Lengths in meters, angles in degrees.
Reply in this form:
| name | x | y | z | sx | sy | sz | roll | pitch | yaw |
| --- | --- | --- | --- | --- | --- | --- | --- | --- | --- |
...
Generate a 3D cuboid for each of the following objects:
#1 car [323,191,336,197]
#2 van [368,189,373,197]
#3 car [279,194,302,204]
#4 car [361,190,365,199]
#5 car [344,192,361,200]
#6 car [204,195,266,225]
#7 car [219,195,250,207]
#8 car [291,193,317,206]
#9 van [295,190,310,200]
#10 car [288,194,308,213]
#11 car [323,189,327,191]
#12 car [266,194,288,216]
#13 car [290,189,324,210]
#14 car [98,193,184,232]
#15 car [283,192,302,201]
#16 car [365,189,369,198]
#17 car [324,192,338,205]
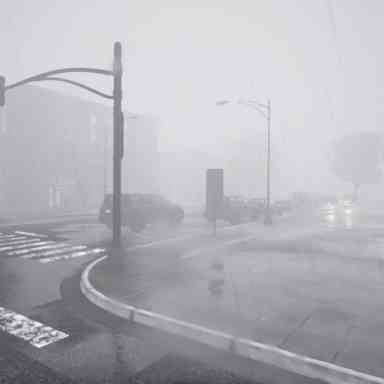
| name | x | y | z | sx | sy | sz | roll | pitch | yaw |
| --- | --- | --- | --- | --- | --- | --- | --- | --- | --- |
| car | 33.687 | 0.435 | 81.616 | 2.008 | 1.369 | 4.403 | 2 | 2 | 35 |
| van | 40.587 | 0.301 | 76.852 | 1.690 | 1.788 | 3.998 | 1 | 2 | 35 |
| car | 14.818 | 0.970 | 49.660 | 1.895 | 1.301 | 4.718 | 1 | 1 | 35 |
| car | 31.117 | 0.750 | 63.186 | 1.802 | 1.307 | 4.206 | 1 | 2 | 35 |
| car | 27.962 | 0.787 | 58.628 | 2.008 | 1.369 | 4.403 | 1 | 2 | 35 |
| car | 2.719 | 1.093 | 22.169 | 2.192 | 1.841 | 5.009 | 1 | 2 | 35 |
| car | 5.287 | 1.068 | 40.605 | 1.947 | 1.339 | 4.313 | 1 | 2 | 35 |
| car | 15.040 | 0.923 | 44.613 | 1.882 | 1.535 | 5.008 | 1 | 1 | 35 |
| van | 21.067 | 0.503 | 63.384 | 1.690 | 1.788 | 3.998 | 1 | 2 | 35 |
| car | 9.029 | 1.195 | 31.289 | 2.008 | 1.369 | 4.403 | 1 | 2 | 35 |
| car | 27.378 | 0.464 | 72.500 | 1.967 | 1.590 | 4.097 | 2 | 2 | 35 |
| car | 5.874 | 1.151 | 26.729 | 1.967 | 1.590 | 4.097 | 1 | 2 | 35 |
| car | 12.187 | 0.892 | 35.840 | 2.192 | 1.841 | 5.009 | 1 | 2 | 35 |
| car | -2.721 | 1.043 | 19.056 | 2.150 | 2.045 | 5.566 | 1 | 1 | 35 |
| car | 17.813 | 0.758 | 58.692 | 1.752 | 1.417 | 4.829 | 1 | 2 | 35 |
| car | 34.370 | 0.622 | 67.881 | 1.752 | 1.417 | 4.829 | 1 | 2 | 35 |
| car | 18.495 | 1.007 | 44.959 | 1.947 | 1.339 | 4.313 | 1 | 2 | 35 |
